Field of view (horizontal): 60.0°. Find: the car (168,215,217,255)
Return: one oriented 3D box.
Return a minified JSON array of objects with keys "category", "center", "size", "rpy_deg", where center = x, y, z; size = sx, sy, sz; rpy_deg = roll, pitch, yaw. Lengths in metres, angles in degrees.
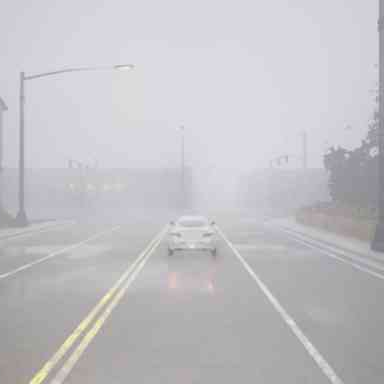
[{"category":"car","center":[0.022,1.676,13.885],"size":[1.812,1.442,4.674],"rpy_deg":[0,0,0]}]
